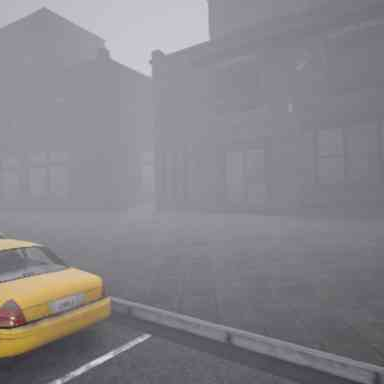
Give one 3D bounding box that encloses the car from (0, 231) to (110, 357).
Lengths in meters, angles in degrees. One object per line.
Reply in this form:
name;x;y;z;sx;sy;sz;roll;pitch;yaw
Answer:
car;-3.793;1.487;5.941;5.366;1.575;1.946;0;0;35
